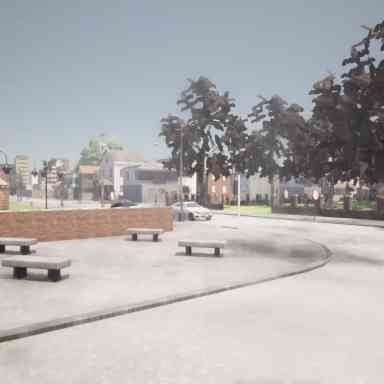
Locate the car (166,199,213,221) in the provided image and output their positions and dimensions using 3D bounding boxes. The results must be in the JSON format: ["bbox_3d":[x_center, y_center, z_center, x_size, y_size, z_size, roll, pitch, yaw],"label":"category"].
[{"bbox_3d":[-0.267,1.526,27.279,1.812,1.442,4.674,0,0,-36],"label":"car"}]

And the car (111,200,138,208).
[{"bbox_3d":[-7.624,1.565,37.667,1.994,1.385,4.181,0,0,-35],"label":"car"}]

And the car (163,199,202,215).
[{"bbox_3d":[-1.092,1.505,35.627,1.837,1.490,4.892,0,0,-36],"label":"car"}]
